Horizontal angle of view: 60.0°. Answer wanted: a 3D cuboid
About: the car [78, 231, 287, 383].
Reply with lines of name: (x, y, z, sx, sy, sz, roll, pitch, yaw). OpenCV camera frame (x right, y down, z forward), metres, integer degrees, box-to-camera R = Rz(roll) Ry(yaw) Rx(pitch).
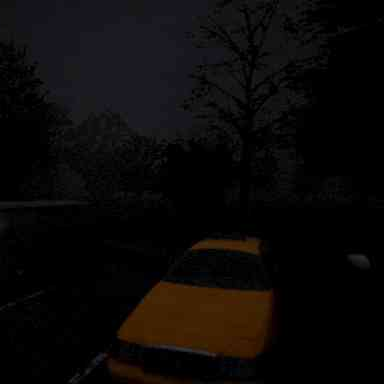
car: (0.544, 1.466, 5.484, 1.946, 1.575, 5.366, 1, 0, 15)

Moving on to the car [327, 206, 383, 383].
car: (2.987, 1.235, 3.917, 2.435, 2.045, 5.566, 1, 0, 16)

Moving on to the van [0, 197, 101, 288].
van: (-4.216, 1.214, 9.215, 1.878, 1.987, 4.442, 0, -1, 16)
